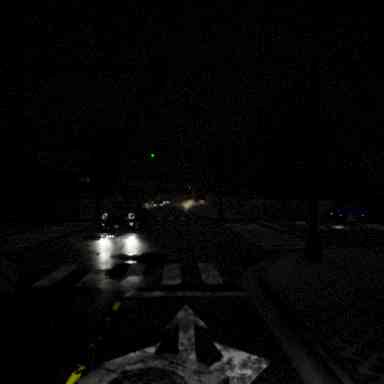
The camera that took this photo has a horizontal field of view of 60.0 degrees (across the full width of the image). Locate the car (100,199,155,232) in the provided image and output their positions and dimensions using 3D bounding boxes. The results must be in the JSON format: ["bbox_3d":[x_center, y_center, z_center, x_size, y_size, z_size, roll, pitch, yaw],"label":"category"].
[{"bbox_3d":[-4.020,1.377,20.831,2.097,1.767,4.553,-1,0,6],"label":"car"}]

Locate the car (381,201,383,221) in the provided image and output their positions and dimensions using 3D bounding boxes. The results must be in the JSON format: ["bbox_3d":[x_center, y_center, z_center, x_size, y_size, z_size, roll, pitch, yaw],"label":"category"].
[{"bbox_3d":[15.443,1.510,21.917,4.674,1.442,1.812,0,-1,-2],"label":"car"}]

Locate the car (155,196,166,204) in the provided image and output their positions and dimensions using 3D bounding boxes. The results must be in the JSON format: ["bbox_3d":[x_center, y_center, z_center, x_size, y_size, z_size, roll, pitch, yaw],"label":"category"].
[{"bbox_3d":[-6.904,1.739,68.805,2.033,1.411,5.357,0,0,-3],"label":"car"}]

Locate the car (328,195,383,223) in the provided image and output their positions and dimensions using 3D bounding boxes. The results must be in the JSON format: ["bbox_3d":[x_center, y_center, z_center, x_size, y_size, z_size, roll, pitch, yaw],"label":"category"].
[{"bbox_3d":[13.230,1.250,25.070,5.566,2.045,2.150,0,-1,-2],"label":"car"}]

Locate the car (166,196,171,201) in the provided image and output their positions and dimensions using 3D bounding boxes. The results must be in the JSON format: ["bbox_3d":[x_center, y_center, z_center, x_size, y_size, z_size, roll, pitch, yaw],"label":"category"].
[{"bbox_3d":[-6.857,1.714,89.545,2.128,1.511,4.902,0,0,3],"label":"car"}]
